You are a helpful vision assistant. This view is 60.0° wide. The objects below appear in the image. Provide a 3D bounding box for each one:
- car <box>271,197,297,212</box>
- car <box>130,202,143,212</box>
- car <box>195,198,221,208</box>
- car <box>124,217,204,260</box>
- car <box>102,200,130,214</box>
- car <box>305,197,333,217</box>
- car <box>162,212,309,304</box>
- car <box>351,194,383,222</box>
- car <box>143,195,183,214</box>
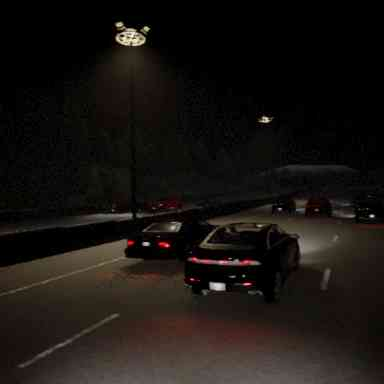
[{"bbox_3d":[9.146,1.267,32.942,1.837,1.490,4.892,-2,0,25],"label":"car"},{"bbox_3d":[-5.562,1.912,43.201,1.895,1.301,4.718,-2,0,25],"label":"car"},{"bbox_3d":[2.242,1.546,43.344,2.033,1.411,5.357,-2,0,25],"label":"car"},{"bbox_3d":[-0.362,1.644,12.618,2.033,1.411,5.357,-2,0,25],"label":"car"},{"bbox_3d":[-9.541,1.820,42.980,2.097,1.767,4.553,-2,0,25],"label":"car"},{"bbox_3d":[10.673,1.191,27.953,1.882,1.535,5.008,-2,0,25],"label":"car"},{"bbox_3d":[1.490,1.500,8.327,2.128,1.511,4.902,-2,0,25],"label":"car"},{"bbox_3d":[11.971,1.172,22.469,1.837,1.490,4.892,-2,0,25],"label":"car"},{"bbox_3d":[-3.135,1.446,40.176,2.150,2.045,5.566,-2,0,25],"label":"car"}]
